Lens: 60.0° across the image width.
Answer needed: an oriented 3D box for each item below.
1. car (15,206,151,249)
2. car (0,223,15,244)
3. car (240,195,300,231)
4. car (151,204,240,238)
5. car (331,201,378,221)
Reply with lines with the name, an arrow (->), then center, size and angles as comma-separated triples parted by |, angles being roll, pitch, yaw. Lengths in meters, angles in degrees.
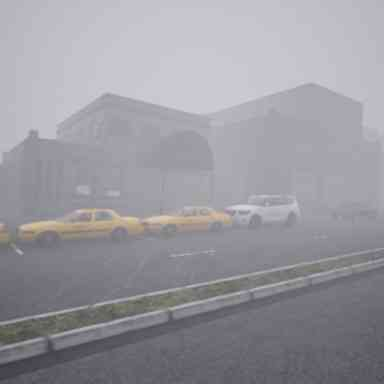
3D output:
car -> -4.745, 1.417, 14.473 | 5.366, 1.575, 1.946 | 0, 0, -35
car -> -9.251, 1.398, 11.279 | 5.366, 1.575, 1.946 | 0, 0, -35
car -> 4.493, 1.213, 21.041 | 5.566, 2.045, 2.435 | 0, 0, -35
car -> -0.243, 1.439, 17.676 | 5.366, 1.575, 1.946 | 0, 0, -35
car -> 13.489, 1.538, 27.449 | 4.792, 1.488, 2.163 | 0, 0, -35
